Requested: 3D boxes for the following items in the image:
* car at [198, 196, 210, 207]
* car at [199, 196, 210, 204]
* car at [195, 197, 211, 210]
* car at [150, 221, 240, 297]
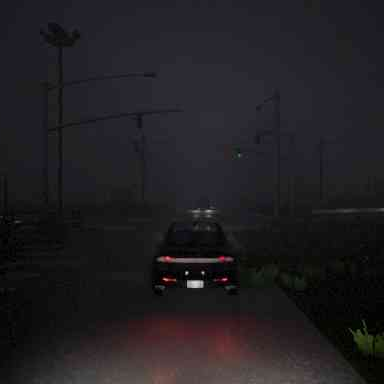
[{"bbox_3d":[1.883,1.457,52.101,1.882,1.535,5.008,0,0,3],"label":"car"},{"bbox_3d":[2.413,1.546,62.043,1.994,1.385,4.181,0,0,3],"label":"car"},{"bbox_3d":[1.414,1.503,42.893,1.812,1.442,4.674,0,0,3],"label":"car"},{"bbox_3d":[0.079,1.495,8.593,2.128,1.511,4.902,0,0,0],"label":"car"}]
